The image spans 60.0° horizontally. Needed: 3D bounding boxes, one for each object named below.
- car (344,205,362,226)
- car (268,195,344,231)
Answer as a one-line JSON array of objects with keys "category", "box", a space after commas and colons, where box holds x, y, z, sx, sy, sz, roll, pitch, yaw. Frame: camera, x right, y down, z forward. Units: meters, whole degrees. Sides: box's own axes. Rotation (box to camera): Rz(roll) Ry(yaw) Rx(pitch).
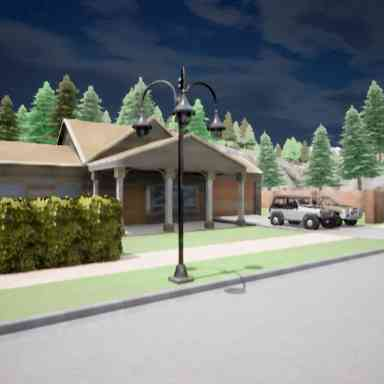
[{"category": "car", "box": [8.051, 1.130, 20.887, 1.932, 1.855, 4.605, 0, 0, -35]}, {"category": "car", "box": [6.219, 1.131, 19.122, 1.905, 1.878, 3.866, 0, 0, -35]}]
